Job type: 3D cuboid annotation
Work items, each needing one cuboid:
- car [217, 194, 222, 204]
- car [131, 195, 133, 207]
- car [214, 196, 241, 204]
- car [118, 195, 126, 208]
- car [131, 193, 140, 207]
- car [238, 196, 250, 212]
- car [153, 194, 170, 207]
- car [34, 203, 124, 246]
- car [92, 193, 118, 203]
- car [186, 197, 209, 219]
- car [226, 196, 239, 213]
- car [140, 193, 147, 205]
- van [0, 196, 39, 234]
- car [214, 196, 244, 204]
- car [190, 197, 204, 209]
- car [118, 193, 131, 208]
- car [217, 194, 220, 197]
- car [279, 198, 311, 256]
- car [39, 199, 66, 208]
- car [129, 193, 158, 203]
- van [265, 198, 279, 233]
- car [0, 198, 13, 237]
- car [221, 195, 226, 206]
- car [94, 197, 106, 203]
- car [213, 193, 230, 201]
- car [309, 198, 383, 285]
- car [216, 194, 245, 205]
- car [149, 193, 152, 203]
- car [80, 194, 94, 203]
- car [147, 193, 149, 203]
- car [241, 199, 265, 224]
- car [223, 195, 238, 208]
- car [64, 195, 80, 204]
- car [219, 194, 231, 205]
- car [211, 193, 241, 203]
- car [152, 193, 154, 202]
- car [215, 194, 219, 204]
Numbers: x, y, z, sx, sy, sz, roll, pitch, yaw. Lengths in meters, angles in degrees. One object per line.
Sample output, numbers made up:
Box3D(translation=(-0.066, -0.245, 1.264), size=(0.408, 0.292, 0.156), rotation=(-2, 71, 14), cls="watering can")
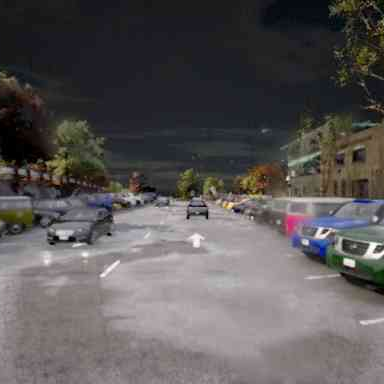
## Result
Box3D(translation=(6.624, 1.480, 46.726), size=(5.008, 1.535, 2.097), rotation=(1, 0, -19), cls="car")
Box3D(translation=(-10.373, 1.439, 41.894), size=(4.892, 1.521, 2.231), rotation=(-1, 0, -19), cls="car")
Box3D(translation=(6.869, 1.508, 64.468), size=(4.674, 1.452, 2.002), rotation=(1, 0, -19), cls="car")
Box3D(translation=(-10.294, 1.437, 35.922), size=(5.366, 1.575, 1.946), rotation=(-1, 0, -19), cls="car")
Box3D(translation=(-10.378, 1.185, 44.915), size=(5.566, 2.045, 2.435), rotation=(-1, 0, -19), cls="car")
Box3D(translation=(6.375, 1.368, 26.016), size=(4.553, 1.767, 2.185), rotation=(1, 0, -19), cls="car")
Box3D(translation=(-4.397, 1.487, 50.759), size=(1.812, 1.442, 4.674), rotation=(0, 0, 1), cls="car")
Box3D(translation=(-4.882, 1.470, 15.240), size=(2.128, 1.511, 4.902), rotation=(0, 0, 1), cls="car")
Box3D(translation=(-10.540, 1.193, 32.825), size=(5.566, 2.045, 2.435), rotation=(-1, 0, -19), cls="car")
Box3D(translation=(0.485, 1.480, 29.054), size=(2.128, 1.511, 4.902), rotation=(0, 0, 1), cls="car")
Box3D(translation=(6.441, 1.517, 34.867), size=(4.792, 1.488, 2.163), rotation=(1, 0, -19), cls="car")
Box3D(translation=(-10.240, 1.180, 50.981), size=(5.566, 2.045, 2.435), rotation=(-1, 0, -19), cls="car")
Box3D(translation=(-10.827, 1.227, 17.685), size=(4.442, 1.987, 1.878), rotation=(-1, 0, -19), cls="van")
Box3D(translation=(6.834, 1.471, 61.511), size=(4.892, 1.521, 2.231), rotation=(1, 0, -19), cls="car")
Box3D(translation=(0.712, 1.456, 45.730), size=(1.882, 1.535, 5.008), rotation=(0, 0, 1), cls="car")
Box3D(translation=(-10.398, 1.188, 38.887), size=(5.566, 2.045, 2.435), rotation=(-1, 0, -19), cls="car")
Box3D(translation=(6.691, 1.508, 49.691), size=(4.792, 1.488, 2.163), rotation=(1, 0, -19), cls="car")
Box3D(translation=(6.123, 1.247, 11.199), size=(5.566, 2.045, 2.435), rotation=(1, 0, -19), cls="car")
Box3D(translation=(-10.682, 1.452, 20.751), size=(4.892, 1.521, 2.231), rotation=(-1, 0, -19), cls="car")
Box3D(translation=(-10.041, 1.169, 69.082), size=(5.566, 2.045, 2.435), rotation=(-1, 0, -19), cls="car")
Box3D(translation=(6.337, 1.273, 17.174), size=(4.442, 1.987, 1.878), rotation=(1, 0, -19), cls="van")
Box3D(translation=(-10.792, 1.328, 14.701), size=(4.553, 1.767, 2.185), rotation=(-1, 0, -19), cls="car")
Box3D(translation=(6.545, 1.483, 40.797), size=(5.008, 1.535, 2.097), rotation=(1, 0, -19), cls="car")
Box3D(translation=(-10.521, 1.475, 29.823), size=(4.792, 1.488, 2.163), rotation=(-1, 0, -19), cls="car")
Box3D(translation=(6.577, 1.468, 55.526), size=(5.366, 1.575, 1.946), rotation=(1, 0, -19), cls="car")
Box3D(translation=(6.081, 1.248, 8.240), size=(5.566, 2.045, 2.435), rotation=(1, 0, -19), cls="car")
Box3D(translation=(6.821, 1.347, 58.560), size=(4.553, 1.767, 2.185), rotation=(1, 0, -19), cls="car")
Box3D(translation=(-10.172, 1.301, 60.027), size=(4.553, 1.767, 2.185), rotation=(-1, 0, -19), cls="car")
Box3D(translation=(-10.564, 1.321, 26.799), size=(4.553, 1.767, 2.185), rotation=(-1, 0, -19), cls="car")
Box3D(translation=(-10.208, 1.303, 57.000), size=(4.553, 1.767, 2.185), rotation=(-1, 0, -19), cls="car")
Box3D(translation=(6.303, 1.496, 23.042), size=(4.892, 1.521, 2.231), rotation=(1, 0, -19), cls="car")
Box3D(translation=(6.676, 1.485, 37.911), size=(5.366, 1.575, 1.946), rotation=(1, 0, -19), cls="car")
Box3D(translation=(-10.597, 1.323, 23.770), size=(4.553, 1.767, 2.185), rotation=(-1, 0, -19), cls="car")
Box3D(translation=(6.757, 1.481, 43.828), size=(5.366, 1.575, 1.946), rotation=(1, 0, -19), cls="car")
Box3D(translation=(6.937, 1.215, 67.444), size=(5.566, 2.045, 2.435), rotation=(1, 0, -19), cls="car")
Box3D(translation=(-10.071, 1.298, 63.064), size=(4.553, 1.767, 2.185), rotation=(-1, 0, -19), cls="car")
Box3D(translation=(6.709, 1.477, 52.641), size=(4.892, 1.521, 2.231), rotation=(1, 0, -19), cls="car")
